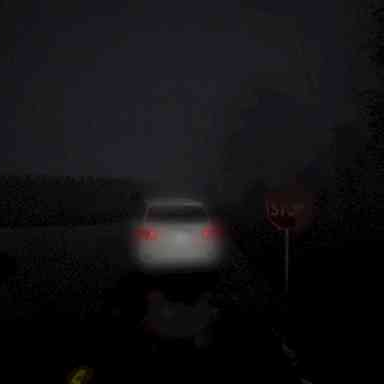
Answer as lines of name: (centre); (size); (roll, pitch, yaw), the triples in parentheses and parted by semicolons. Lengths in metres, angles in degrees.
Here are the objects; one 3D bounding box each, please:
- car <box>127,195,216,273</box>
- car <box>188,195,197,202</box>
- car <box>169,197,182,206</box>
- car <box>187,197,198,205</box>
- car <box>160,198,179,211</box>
car: (-0.886, 1.239, 10.977); (2.150, 2.045, 5.566); (0, 0, -13)
car: (0.020, 1.414, 72.867); (1.882, 1.535, 5.008); (0, 0, 0)
car: (-2.797, 1.598, 57.798); (1.994, 1.385, 4.181); (0, 0, 0)
car: (0.048, 1.633, 60.991); (1.895, 1.301, 4.718); (0, 0, 0)
car: (-2.835, 1.585, 42.540); (2.033, 1.411, 5.357); (0, 0, 0)
